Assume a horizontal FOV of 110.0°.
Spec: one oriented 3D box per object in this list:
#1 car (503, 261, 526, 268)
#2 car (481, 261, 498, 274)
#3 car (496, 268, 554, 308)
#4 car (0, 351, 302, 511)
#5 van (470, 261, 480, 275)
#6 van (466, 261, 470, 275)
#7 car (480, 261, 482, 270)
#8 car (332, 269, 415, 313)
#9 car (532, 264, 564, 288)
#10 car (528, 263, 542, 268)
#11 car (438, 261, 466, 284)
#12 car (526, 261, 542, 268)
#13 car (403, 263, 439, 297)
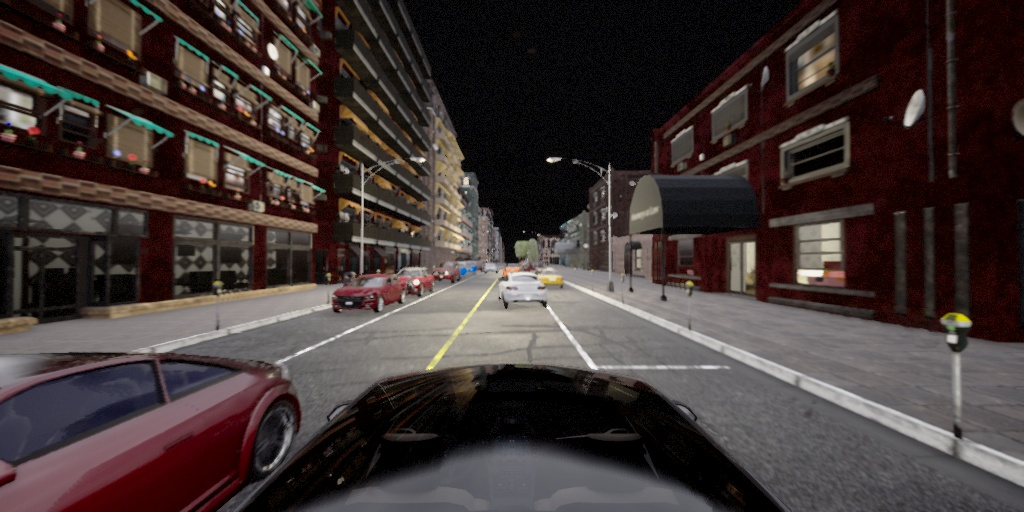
[{"bbox_3d":[0.099,1.481,37.781,2.097,1.767,4.553,0,-1,0],"label":"car"},{"bbox_3d":[-3.027,1.817,52.052,1.812,1.442,4.674,0,-1,1],"label":"car"},{"bbox_3d":[0.413,1.425,16.188,1.812,1.442,4.674,0,-1,-5],"label":"car"},{"bbox_3d":[-3.100,1.315,1.888,1.994,1.385,4.181,0,-1,0],"label":"car"},{"bbox_3d":[-5.684,1.585,47.989,1.690,1.789,3.998,0,0,0],"label":"van"},{"bbox_3d":[-5.685,1.460,36.913,1.690,1.789,3.998,0,0,0],"label":"van"},{"bbox_3d":[-5.682,1.687,59.067,2.192,1.841,5.009,0,0,0],"label":"car"},{"bbox_3d":[-5.688,1.429,14.757,1.888,1.381,4.507,0,0,0],"label":"car"},{"bbox_3d":[2.694,1.526,26.003,1.751,1.417,4.829,0,0,0],"label":"car"},{"bbox_3d":[2.694,1.611,31.372,2.007,1.370,4.403,0,0,0],"label":"car"},{"bbox_3d":[-5.686,1.374,31.373,2.192,1.841,5.009,0,0,0],"label":"car"},{"bbox_3d":[2.697,1.497,42.449,2.192,1.841,5.009,0,0,0],"label":"car"},{"bbox_3d":[-5.687,1.381,20.295,1.967,1.591,4.097,0,0,0],"label":"car"}]
